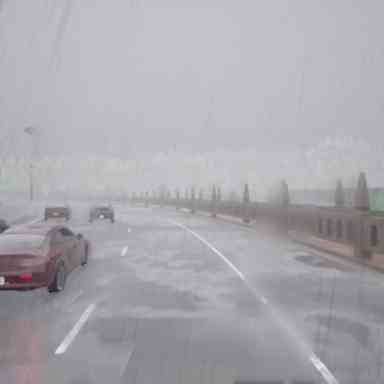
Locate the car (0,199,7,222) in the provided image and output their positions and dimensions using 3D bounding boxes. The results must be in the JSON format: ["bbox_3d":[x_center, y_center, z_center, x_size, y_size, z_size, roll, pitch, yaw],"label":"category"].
[{"bbox_3d":[-7.584,1.261,10.053,2.150,2.045,5.566,0,0,-6],"label":"car"}]

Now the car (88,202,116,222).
[{"bbox_3d":[-7.250,1.576,26.810,1.837,1.490,4.892,0,0,-15],"label":"car"}]

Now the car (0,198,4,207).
[{"bbox_3d":[-32.561,1.719,55.298,1.812,1.442,4.674,0,0,-35],"label":"car"}]

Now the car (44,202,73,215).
[{"bbox_3d":[-11.254,1.562,28.160,1.882,1.535,5.008,0,0,-16],"label":"car"}]

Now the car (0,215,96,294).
[{"bbox_3d":[-3.963,1.553,8.690,1.812,1.442,4.674,0,0,-5],"label":"car"}]
